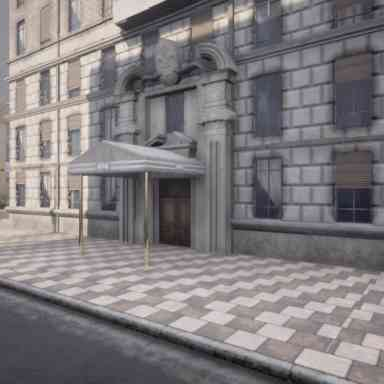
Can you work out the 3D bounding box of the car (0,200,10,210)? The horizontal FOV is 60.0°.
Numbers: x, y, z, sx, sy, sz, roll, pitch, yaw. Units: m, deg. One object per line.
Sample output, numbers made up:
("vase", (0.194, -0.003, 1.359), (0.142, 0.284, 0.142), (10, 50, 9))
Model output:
("car", (-24.060, 1.601, 40.470), (1.895, 1.301, 4.718), (0, 0, 35))
